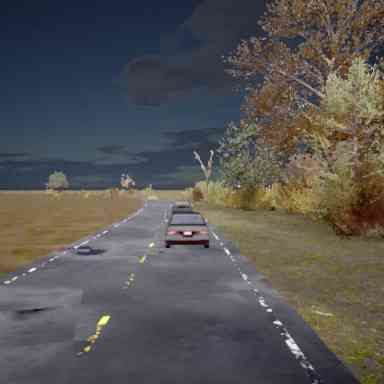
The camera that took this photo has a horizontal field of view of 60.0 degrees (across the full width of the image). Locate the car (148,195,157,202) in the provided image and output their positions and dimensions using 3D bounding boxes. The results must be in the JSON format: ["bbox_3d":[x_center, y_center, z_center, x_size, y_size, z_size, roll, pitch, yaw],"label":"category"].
[{"bbox_3d":[-9.003,1.445,76.221,1.882,1.535,5.008,0,0,-9],"label":"car"}]

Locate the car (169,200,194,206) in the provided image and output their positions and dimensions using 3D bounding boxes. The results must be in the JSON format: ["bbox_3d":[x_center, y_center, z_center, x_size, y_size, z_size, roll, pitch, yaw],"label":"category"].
[{"bbox_3d":[-0.918,1.512,29.763,1.837,1.490,4.892,0,0,-3],"label":"car"}]

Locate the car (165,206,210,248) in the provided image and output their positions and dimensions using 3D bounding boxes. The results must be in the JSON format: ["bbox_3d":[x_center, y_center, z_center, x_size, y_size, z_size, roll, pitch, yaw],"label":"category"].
[{"bbox_3d":[-0.231,1.561,14.734,2.033,1.411,5.357,0,0,-2],"label":"car"}]
